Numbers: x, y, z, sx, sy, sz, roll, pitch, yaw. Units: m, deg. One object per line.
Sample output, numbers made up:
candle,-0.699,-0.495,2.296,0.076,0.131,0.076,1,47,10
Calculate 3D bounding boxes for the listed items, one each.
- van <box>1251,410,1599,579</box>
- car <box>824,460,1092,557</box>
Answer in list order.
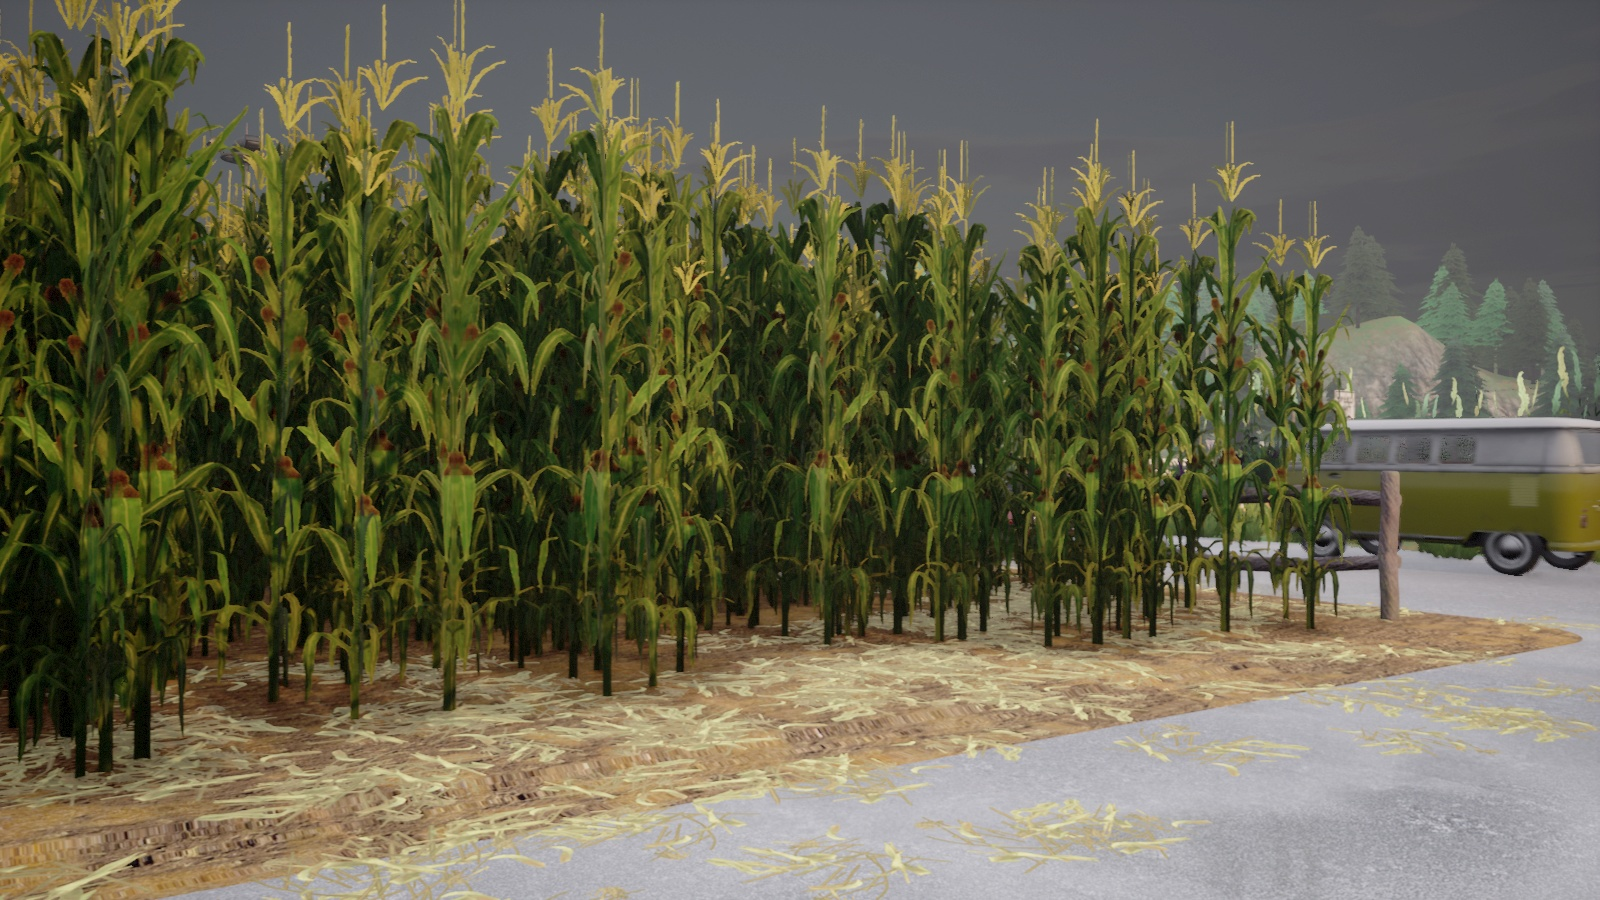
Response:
van,8.597,0.529,17.054,1.775,1.987,4.442,0,0,-35
car,2.450,0.860,20.410,1.994,1.385,4.181,0,0,-36
